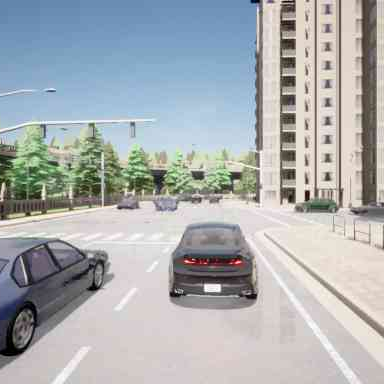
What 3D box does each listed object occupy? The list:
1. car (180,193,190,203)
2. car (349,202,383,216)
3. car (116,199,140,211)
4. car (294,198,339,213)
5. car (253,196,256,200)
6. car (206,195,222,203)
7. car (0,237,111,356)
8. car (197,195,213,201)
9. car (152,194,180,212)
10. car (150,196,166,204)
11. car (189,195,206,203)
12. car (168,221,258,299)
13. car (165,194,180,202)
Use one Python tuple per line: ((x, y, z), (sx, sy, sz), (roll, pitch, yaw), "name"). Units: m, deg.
((-1.748, 1.225, 72.138), (2.150, 2.045, 5.566), (0, 0, 15), "car")
((18.355, 1.656, 33.188), (4.718, 1.301, 1.895), (0, 0, 3), "car")
((-7.956, 1.547, 42.055), (2.033, 1.411, 5.357), (0, 0, 4), "car")
((13.756, 1.407, 36.988), (4.553, 1.767, 2.097), (0, 0, 5), "car")
((18.878, 1.524, 91.019), (4.674, 1.442, 1.812), (0, 0, -20), "car")
((4.627, 1.491, 66.904), (2.128, 1.511, 4.902), (0, 0, 7), "car")
((-3.138, 1.547, 6.033), (2.033, 1.411, 5.357), (0, 0, 4), "car")
((3.414, 1.551, 88.562), (1.994, 1.385, 4.181), (0, 0, 43), "car")
((-3.186, 1.361, 39.205), (2.097, 1.767, 4.553), (0, 0, -15), "car")
((-6.435, 1.492, 63.644), (2.128, 1.511, 4.902), (0, 0, 5), "car")
((1.146, 1.504, 67.202), (1.837, 1.490, 4.892), (0, 0, 7), "car")
((0.546, 1.505, 8.488), (1.837, 1.490, 4.892), (0, 0, 4), "car")
((-4.363, 1.355, 75.519), (2.097, 1.767, 4.553), (0, 0, 15), "car")
